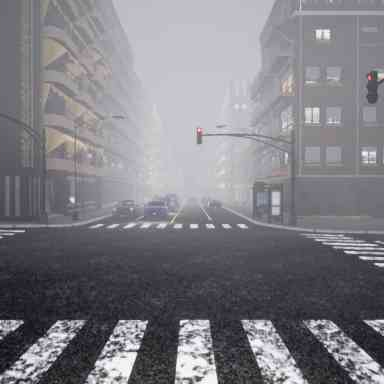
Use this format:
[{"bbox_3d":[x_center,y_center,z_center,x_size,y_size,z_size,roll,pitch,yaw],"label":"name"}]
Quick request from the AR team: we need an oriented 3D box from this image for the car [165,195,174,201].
[{"bbox_3d":[-5.716,1.546,85.631,2.008,1.369,4.403,0,0,0],"label":"car"}]

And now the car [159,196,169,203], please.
[{"bbox_3d":[-5.712,1.523,68.545,1.752,1.417,4.829,0,0,0],"label":"car"}]

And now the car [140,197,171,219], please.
[{"bbox_3d":[-3.096,1.475,29.325,1.882,1.535,5.008,0,0,-1],"label":"car"}]

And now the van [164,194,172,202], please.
[{"bbox_3d":[-5.715,1.337,79.993,1.690,1.788,3.998,0,0,0],"label":"van"}]

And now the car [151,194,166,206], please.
[{"bbox_3d":[-5.710,1.313,57.437,2.192,1.841,5.009,0,0,0],"label":"car"}]

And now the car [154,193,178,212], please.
[{"bbox_3d":[-3.098,1.350,38.953,2.097,1.767,4.553,0,0,0],"label":"car"}]

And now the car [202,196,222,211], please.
[{"bbox_3d":[2.676,1.548,40.518,2.008,1.369,4.403,0,0,0],"label":"car"}]

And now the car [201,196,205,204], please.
[{"bbox_3d":[2.675,1.542,46.156,1.887,1.381,4.507,0,0,0],"label":"car"}]

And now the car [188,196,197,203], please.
[{"bbox_3d":[0.079,1.561,69.743,1.994,1.385,4.181,0,0,0],"label":"car"}]

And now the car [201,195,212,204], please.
[{"bbox_3d":[2.670,1.437,63.073,1.967,1.590,4.097,0,0,0],"label":"car"}]

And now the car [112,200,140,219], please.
[{"bbox_3d":[-5.701,1.438,29.244,1.967,1.590,4.097,0,0,0],"label":"car"}]
